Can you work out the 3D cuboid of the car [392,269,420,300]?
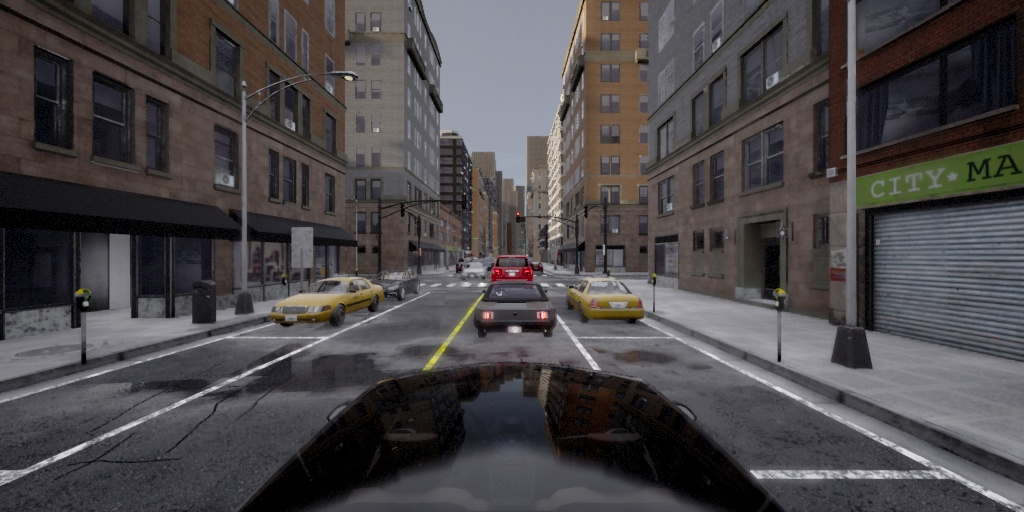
[{"bbox_3d":[-5.664,1.302,17.305,2.007,1.370,4.403,0,0,0],"label":"car"}]

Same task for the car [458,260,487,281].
[{"bbox_3d":[-3.094,1.279,30.103,1.812,1.442,4.674,0,0,0],"label":"car"}]

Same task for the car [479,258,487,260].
[{"bbox_3d":[-3.087,1.311,45.581,2.033,1.411,5.357,0,0,0],"label":"car"}]

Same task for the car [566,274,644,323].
[{"bbox_3d":[2.860,1.276,11.947,1.751,1.417,4.829,0,0,0],"label":"car"}]

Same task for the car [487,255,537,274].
[{"bbox_3d":[0.006,0.974,19.957,2.150,2.045,5.566,0,0,0],"label":"car"}]

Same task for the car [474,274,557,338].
[{"bbox_3d":[0.084,1.351,10.187,1.895,1.301,4.718,0,0,0],"label":"car"}]

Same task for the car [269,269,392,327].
[{"bbox_3d":[-5.666,1.276,11.610,1.751,1.417,4.829,0,0,0],"label":"car"}]

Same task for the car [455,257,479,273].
[{"bbox_3d":[-5.656,1.078,44.079,2.192,1.841,5.009,0,0,0],"label":"car"}]

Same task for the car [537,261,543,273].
[{"bbox_3d":[2.869,1.308,44.076,1.888,1.381,4.507,0,0,0],"label":"car"}]
